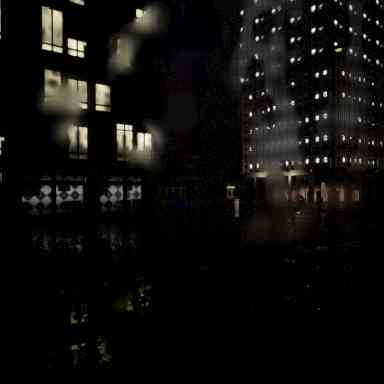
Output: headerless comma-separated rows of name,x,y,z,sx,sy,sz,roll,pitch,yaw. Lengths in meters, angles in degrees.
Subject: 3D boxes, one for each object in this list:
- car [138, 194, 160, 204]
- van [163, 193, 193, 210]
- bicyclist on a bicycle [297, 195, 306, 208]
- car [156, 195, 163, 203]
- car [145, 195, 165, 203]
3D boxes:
car,-7.820,1.203,59.853,1.882,1.535,5.008,-1,1,-34
van,-1.488,1.210,40.226,1.690,1.788,3.998,0,0,-34
bicyclist on a bicycle,12.902,1.117,39.178,1.656,1.620,0.582,-1,1,-34
car,-3.887,1.035,58.682,2.192,1.841,5.009,0,0,-34
car,-6.997,1.237,63.266,1.887,1.381,4.507,0,0,-34
